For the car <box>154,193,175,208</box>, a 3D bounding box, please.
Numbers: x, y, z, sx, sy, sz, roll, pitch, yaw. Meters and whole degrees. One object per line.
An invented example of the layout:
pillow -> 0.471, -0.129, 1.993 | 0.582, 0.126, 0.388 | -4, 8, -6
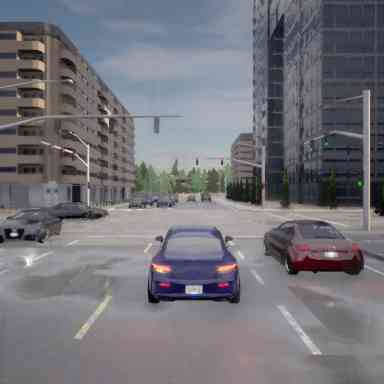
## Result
car -> -3.984, 1.352, 48.972 | 2.097, 1.767, 4.553 | 0, 0, 0

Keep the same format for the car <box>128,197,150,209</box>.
car -> -7.495, 1.505, 46.012 | 1.837, 1.490, 4.892 | 0, 0, 1

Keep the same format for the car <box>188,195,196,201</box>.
car -> -0.033, 1.525, 87.763 | 2.128, 1.511, 4.902 | 0, 0, 1

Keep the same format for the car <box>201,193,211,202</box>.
car -> 3.358, 1.355, 77.627 | 2.097, 1.767, 4.553 | 0, 0, 1

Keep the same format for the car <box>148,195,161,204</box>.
car -> -7.313, 1.478, 65.393 | 1.882, 1.535, 5.008 | 0, 0, 1

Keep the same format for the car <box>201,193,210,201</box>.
car -> 3.468, 1.225, 87.790 | 2.150, 2.045, 5.566 | 0, 0, 1

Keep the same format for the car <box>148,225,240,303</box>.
car -> 0.048, 1.526, 8.062 | 1.812, 1.442, 4.674 | 0, 0, 0

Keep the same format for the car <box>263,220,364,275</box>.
car -> 3.557, 1.564, 10.484 | 1.994, 1.385, 4.181 | 0, 0, 0

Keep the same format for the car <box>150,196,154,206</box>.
car -> -7.455, 1.564, 54.906 | 1.994, 1.385, 4.181 | 0, 0, 2

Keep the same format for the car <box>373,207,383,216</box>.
car -> 19.462, 1.656, 30.665 | 4.718, 1.301, 1.895 | 0, 0, 0

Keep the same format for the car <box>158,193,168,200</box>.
car -> -7.098, 1.115, 81.816 | 1.837, 1.490, 4.892 | 0, 0, 1

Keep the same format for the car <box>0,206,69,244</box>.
car -> -7.535, 1.562, 15.691 | 1.994, 1.385, 4.181 | 0, 0, -6

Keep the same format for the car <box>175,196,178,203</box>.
car -> -3.929, 1.526, 58.460 | 1.812, 1.442, 4.674 | 0, 0, 1

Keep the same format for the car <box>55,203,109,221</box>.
car -> -9.607, 1.579, 27.017 | 5.357, 1.411, 2.033 | 0, 0, 0

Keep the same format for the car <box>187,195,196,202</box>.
car -> -0.144, 1.540, 77.420 | 2.033, 1.411, 5.357 | 0, 0, 1
